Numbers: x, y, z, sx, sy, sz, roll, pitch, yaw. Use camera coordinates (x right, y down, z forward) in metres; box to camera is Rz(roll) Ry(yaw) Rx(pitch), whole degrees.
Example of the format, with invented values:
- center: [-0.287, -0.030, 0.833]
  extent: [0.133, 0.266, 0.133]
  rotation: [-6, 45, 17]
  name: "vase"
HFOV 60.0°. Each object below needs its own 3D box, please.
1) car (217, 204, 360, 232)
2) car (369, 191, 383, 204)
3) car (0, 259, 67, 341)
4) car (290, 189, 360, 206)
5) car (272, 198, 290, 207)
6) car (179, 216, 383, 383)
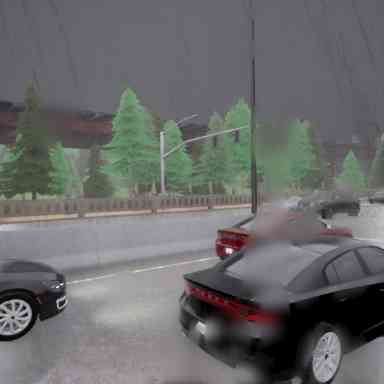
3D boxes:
- center: [2.999, 1.358, 10.238]
  extent: [5.008, 1.535, 1.882]
  rotation: [-1, 1, -35]
  name: "car"
- center: [24.989, 0.692, 43.450]
  extent: [4.892, 1.490, 1.837]
  rotation: [-1, 1, -36]
  name: "car"
- center: [-4.423, 1.504, 4.895]
  extent: [4.892, 1.490, 1.837]
  rotation: [0, 0, -35]
  name: "car"
- center: [9.923, 0.852, 24.037]
  extent: [5.566, 2.045, 2.150]
  rotation: [-1, 1, -36]
  name: "car"
- center: [8.561, 1.139, 27.366]
  extent: [4.674, 1.442, 1.812]
  rotation: [-1, 1, -36]
  name: "car"
- center: [2.157, 1.421, 5.350]
  extent: [5.008, 1.535, 1.882]
  rotation: [-1, 1, -35]
  name: "car"
